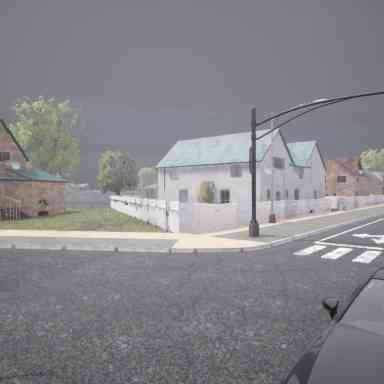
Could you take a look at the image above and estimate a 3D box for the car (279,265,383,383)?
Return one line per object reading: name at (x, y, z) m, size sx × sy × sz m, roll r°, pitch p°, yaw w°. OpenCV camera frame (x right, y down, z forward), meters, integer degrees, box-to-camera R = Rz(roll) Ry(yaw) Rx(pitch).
car at (2.506, 1.524, 3.367) m, size 1.812 × 1.442 × 4.674 m, roll 0°, pitch 0°, yaw 41°
